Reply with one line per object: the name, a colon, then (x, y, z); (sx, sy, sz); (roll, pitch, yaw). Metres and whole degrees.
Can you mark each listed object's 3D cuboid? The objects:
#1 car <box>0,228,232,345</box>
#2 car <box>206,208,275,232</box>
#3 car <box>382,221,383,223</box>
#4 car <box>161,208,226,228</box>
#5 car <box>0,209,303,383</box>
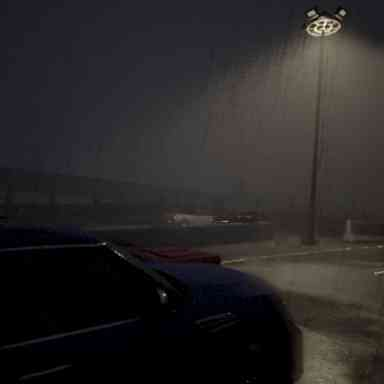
car: (-1.582, 1.613, 6.916); (4.718, 1.301, 1.895); (1, 0, -35)
car: (3.535, 1.991, 23.703); (4.892, 1.490, 1.837); (4, -2, -35)
car: (17.705, 3.270, 29.503); (5.357, 1.411, 2.033); (6, -4, -35)
car: (0.159, 1.997, 25.596); (4.718, 1.301, 1.895); (4, -2, -35)
car: (-1.512, 1.224, 2.667); (5.566, 2.045, 2.150); (0, 0, -35)
